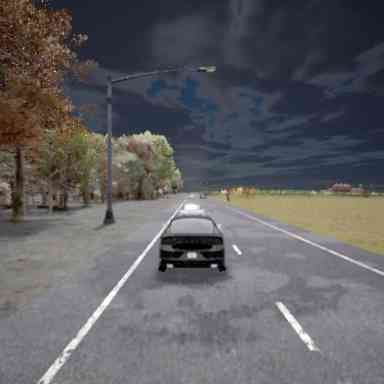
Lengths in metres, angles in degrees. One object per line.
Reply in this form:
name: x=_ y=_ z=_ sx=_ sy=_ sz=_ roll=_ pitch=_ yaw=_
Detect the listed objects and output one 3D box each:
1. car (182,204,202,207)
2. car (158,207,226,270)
car: x=0.006 y=1.595 z=26.063 sx=1.895 sy=1.301 sz=4.718 roll=0 pitch=0 yaw=0
car: x=0.002 y=1.479 z=11.010 sx=1.882 sy=1.535 sz=5.008 roll=0 pitch=0 yaw=0
